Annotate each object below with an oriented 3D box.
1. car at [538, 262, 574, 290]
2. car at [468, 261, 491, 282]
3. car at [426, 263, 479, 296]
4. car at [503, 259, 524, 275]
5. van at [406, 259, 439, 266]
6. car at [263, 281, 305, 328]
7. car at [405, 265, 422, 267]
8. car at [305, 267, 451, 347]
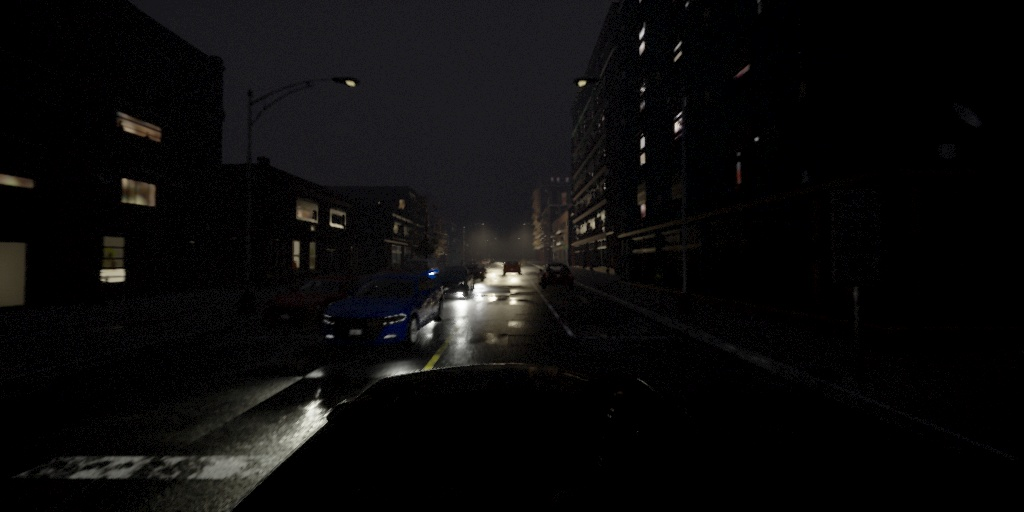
[{"bbox_3d":[2.697,1.189,22.763,1.967,1.591,4.097,0,0,0],"label":"car"},{"bbox_3d":[-3.069,1.350,29.260,1.895,1.301,4.718,0,0,0],"label":"car"},{"bbox_3d":[-3.080,1.275,19.346,1.812,1.442,4.674,0,0,0],"label":"car"},{"bbox_3d":[0.010,1.228,38.604,1.882,1.535,5.008,0,0,0],"label":"car"},{"bbox_3d":[-5.684,1.090,22.704,1.690,1.789,3.998,0,0,0],"label":"van"},{"bbox_3d":[-5.764,1.295,11.335,1.888,1.381,4.507,0,0,0],"label":"car"},{"bbox_3d":[-5.686,1.295,17.017,1.888,1.381,4.507,0,0,0],"label":"car"},{"bbox_3d":[-3.087,1.228,9.561,1.882,1.535,5.008,0,0,0],"label":"car"}]
